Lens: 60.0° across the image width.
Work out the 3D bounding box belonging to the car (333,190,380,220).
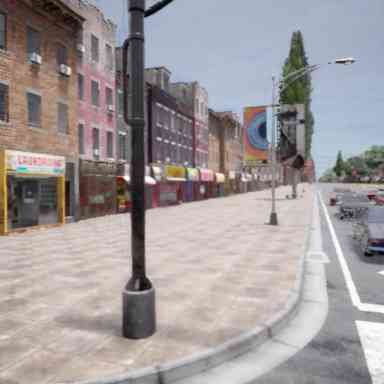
[{"bbox_3d":[9.947,0.829,20.449,1.837,1.490,4.892,0,2,20],"label":"car"}]

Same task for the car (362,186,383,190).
[{"bbox_3d":[19.085,0.337,35.677,1.895,1.301,4.718,0,2,21],"label":"car"}]

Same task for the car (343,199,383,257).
[{"bbox_3d":[6.545,1.184,11.241,2.033,1.411,5.357,0,2,20],"label":"car"}]

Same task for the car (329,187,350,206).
[{"bbox_3d":[13.515,0.330,30.015,2.097,1.767,4.553,0,2,21],"label":"car"}]

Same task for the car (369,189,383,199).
[{"bbox_3d":[15.524,0.682,26.122,1.895,1.301,4.718,0,2,21],"label":"car"}]
